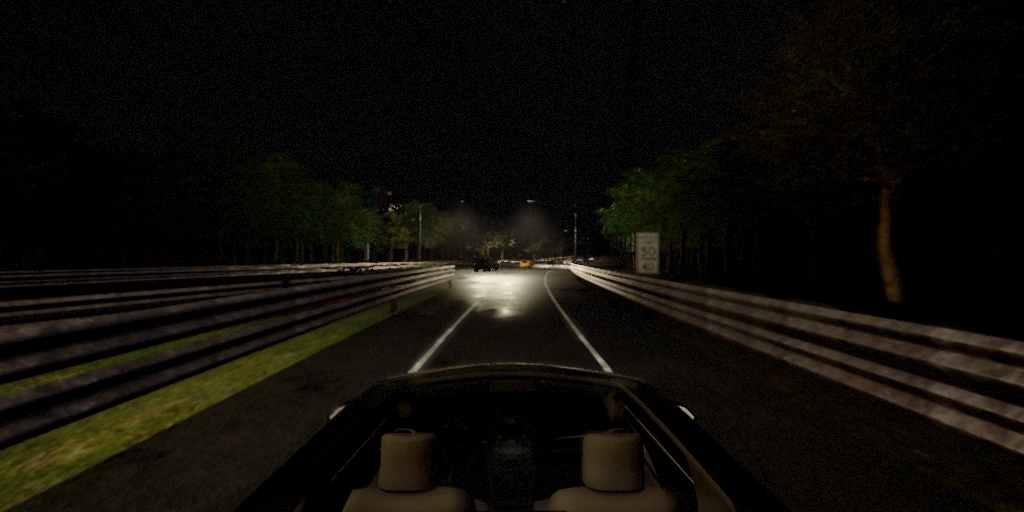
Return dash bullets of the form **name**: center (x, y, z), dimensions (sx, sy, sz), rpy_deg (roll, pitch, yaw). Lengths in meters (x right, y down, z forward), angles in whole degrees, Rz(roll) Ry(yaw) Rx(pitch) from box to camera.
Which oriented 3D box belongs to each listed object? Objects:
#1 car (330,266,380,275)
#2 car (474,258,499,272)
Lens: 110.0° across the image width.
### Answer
- **car**: center (-10.670, 1.467, 25.422), dimensions (2.128, 1.511, 4.902), rpy_deg (0, 0, 16)
- **car**: center (-3.527, 1.241, 50.458), dimensions (2.150, 2.045, 5.566), rpy_deg (-1, -1, 16)
